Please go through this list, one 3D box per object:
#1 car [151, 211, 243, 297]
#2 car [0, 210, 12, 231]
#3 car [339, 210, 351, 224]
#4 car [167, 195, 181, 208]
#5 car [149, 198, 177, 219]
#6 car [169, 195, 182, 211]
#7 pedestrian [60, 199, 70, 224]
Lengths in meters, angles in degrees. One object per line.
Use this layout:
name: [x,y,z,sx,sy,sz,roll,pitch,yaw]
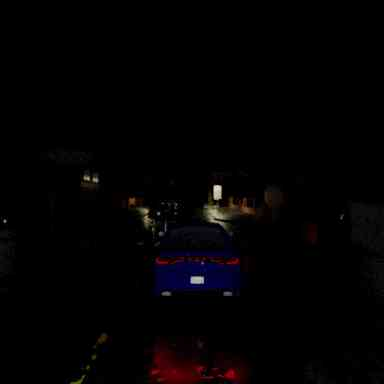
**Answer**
car: [0.105,1.491,8.651,1.882,1.535,5.008,0,0,0]
car: [-13.528,1.372,19.273,5.566,2.045,2.150,-1,-2,1]
car: [12.277,1.411,21.863,4.902,1.511,2.128,-1,-2,1]
car: [-2.853,1.506,54.343,2.150,2.045,5.566,0,0,-1]
car: [-2.812,1.584,30.446,2.128,1.511,4.902,0,0,0]
car: [-2.798,1.527,42.860,2.097,1.767,4.553,0,0,0]
pedestrian: [-9.640,1.450,25.094,0.375,1.860,0.375,0,-1,1]
